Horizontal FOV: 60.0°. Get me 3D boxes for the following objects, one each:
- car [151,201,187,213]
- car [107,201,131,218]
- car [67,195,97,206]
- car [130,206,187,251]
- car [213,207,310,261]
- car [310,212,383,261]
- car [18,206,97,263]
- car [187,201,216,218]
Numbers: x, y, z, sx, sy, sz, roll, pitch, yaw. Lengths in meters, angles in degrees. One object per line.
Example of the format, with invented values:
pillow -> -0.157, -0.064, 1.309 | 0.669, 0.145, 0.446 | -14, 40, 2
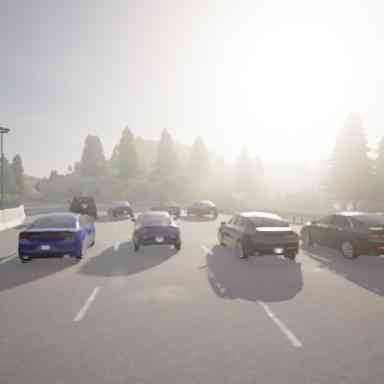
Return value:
car -> -2.491, 1.550, 29.982 | 2.128, 1.511, 4.902 | 0, 0, -21
car -> -6.684, 1.604, 31.057 | 1.812, 1.442, 4.674 | 0, 0, -23
car -> -9.726, 1.310, 29.422 | 2.150, 2.045, 5.566 | 0, 0, -23
car -> -1.605, 1.556, 14.295 | 1.812, 1.442, 4.674 | 0, 0, -11
car -> 2.285, 1.516, 12.448 | 1.837, 1.490, 4.892 | 0, 0, -8
car -> 5.803, 1.500, 12.399 | 1.837, 1.490, 4.892 | 0, 0, -8
car -> -4.782, 1.518, 12.373 | 1.882, 1.535, 5.008 | 0, 0, -9
car -> 0.930, 1.571, 30.859 | 1.812, 1.442, 4.674 | 0, 0, -20
